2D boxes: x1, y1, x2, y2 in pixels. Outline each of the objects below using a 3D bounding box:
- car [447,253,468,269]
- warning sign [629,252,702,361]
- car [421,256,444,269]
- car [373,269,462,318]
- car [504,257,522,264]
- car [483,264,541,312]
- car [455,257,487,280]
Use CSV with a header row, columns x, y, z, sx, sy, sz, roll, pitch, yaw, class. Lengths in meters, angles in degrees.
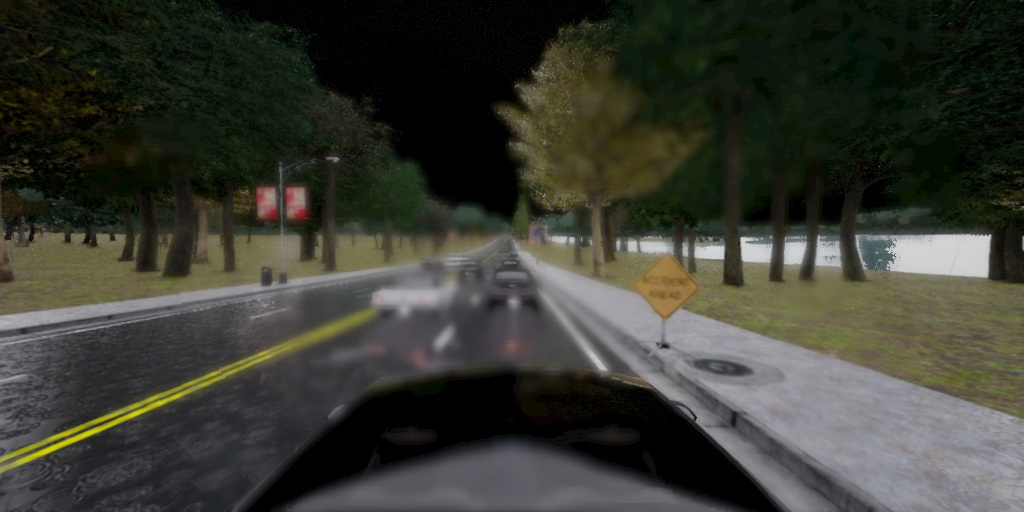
x,y,z,sx,sy,sz,roll,pitch,yaw,class
-6.605,0.670,44.784,2.150,2.045,5.566,0,0,0,car
2.847,0.857,6.785,1.300,1.860,1.060,0,0,0,warning sign
-9.853,0.800,44.662,2.097,1.767,4.553,0,1,0,car
-3.171,1.316,12.844,1.895,1.301,4.718,0,0,0,car
0.075,1.110,29.383,1.837,1.490,4.892,0,1,0,car
0.079,1.216,13.901,1.837,1.490,4.892,0,0,0,car
-3.174,1.110,29.376,1.837,1.490,4.892,0,1,0,car
